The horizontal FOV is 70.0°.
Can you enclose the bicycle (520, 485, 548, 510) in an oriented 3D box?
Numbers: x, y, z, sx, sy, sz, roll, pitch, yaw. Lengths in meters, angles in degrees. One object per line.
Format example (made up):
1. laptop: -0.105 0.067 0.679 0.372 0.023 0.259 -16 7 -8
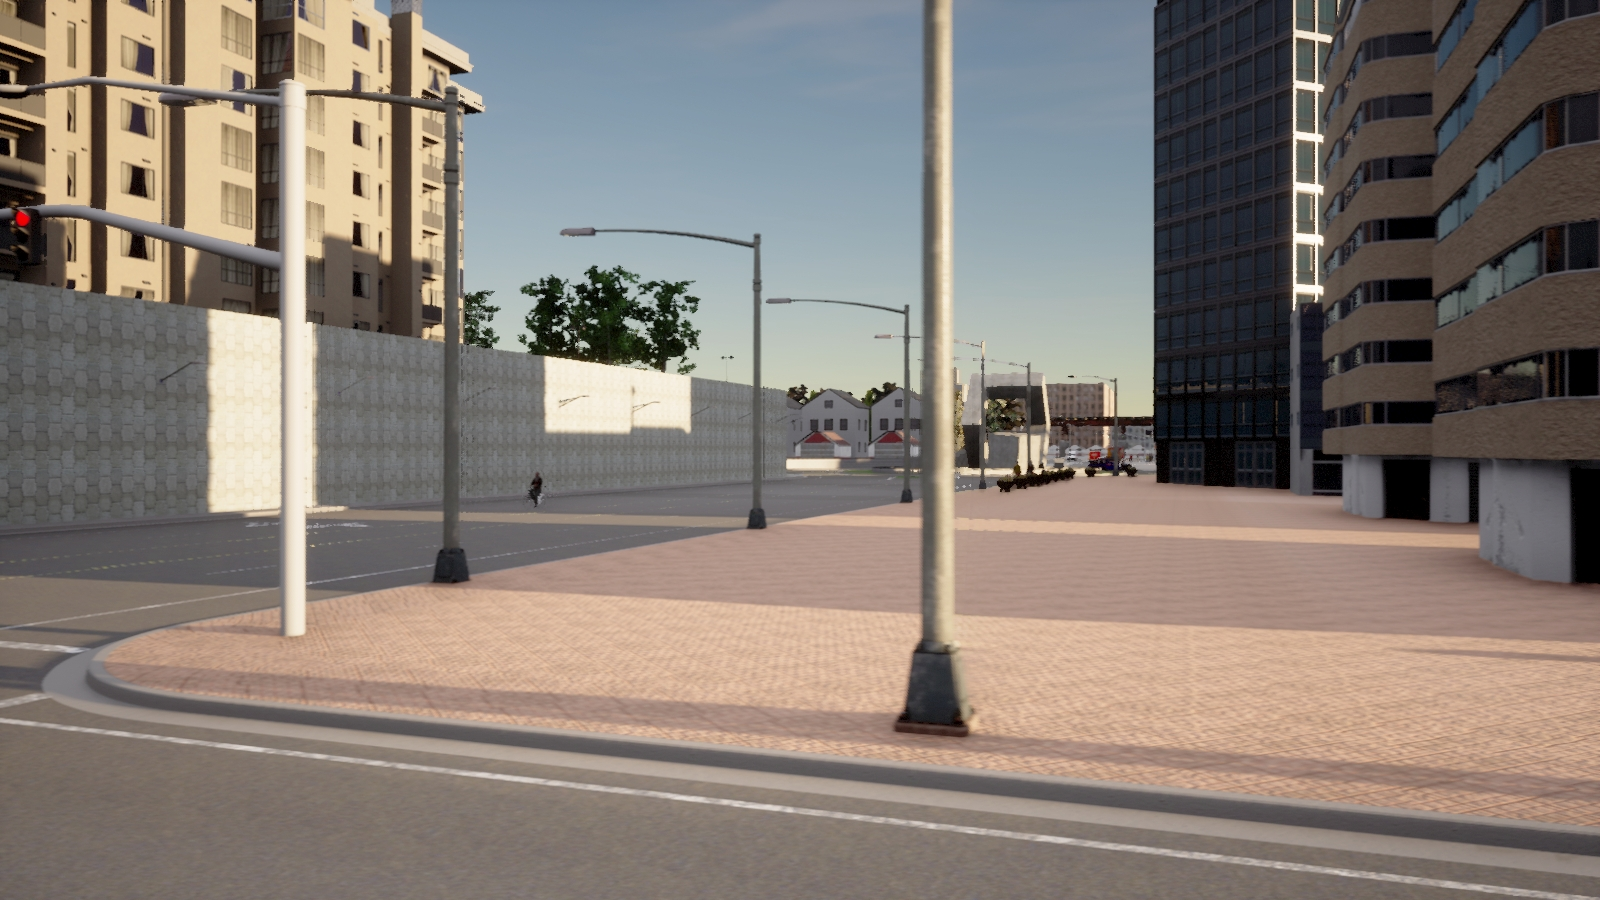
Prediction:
1. bicycle: -12.481 2.233 53.710 0.329 1.126 1.835 0 0 20
